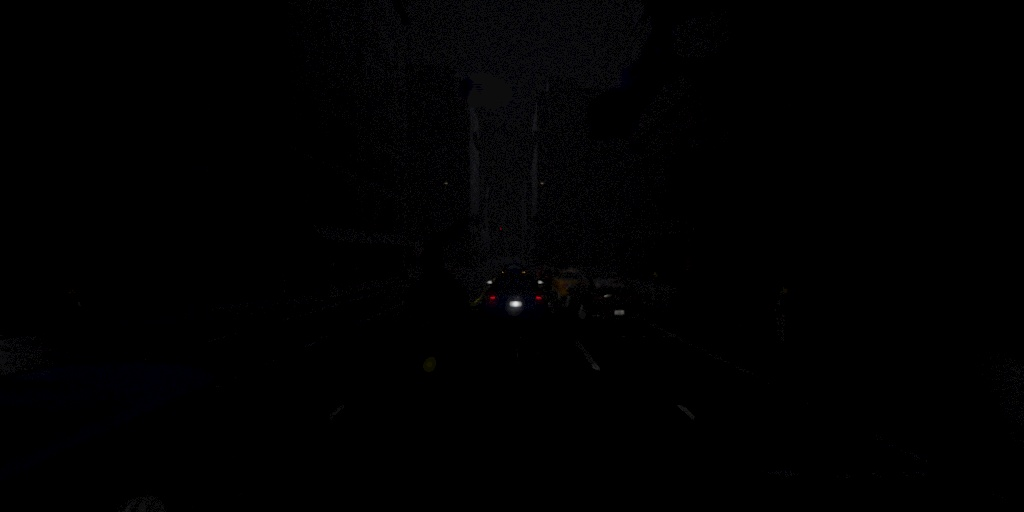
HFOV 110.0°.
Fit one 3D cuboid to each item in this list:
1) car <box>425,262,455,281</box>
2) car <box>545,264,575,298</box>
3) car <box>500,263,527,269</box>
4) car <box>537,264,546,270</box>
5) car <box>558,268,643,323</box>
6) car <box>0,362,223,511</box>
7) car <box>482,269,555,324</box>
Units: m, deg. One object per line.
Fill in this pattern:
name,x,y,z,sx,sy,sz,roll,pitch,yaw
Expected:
car,-5.664,1.207,28.525,1.888,1.381,4.507,0,0,0
car,2.877,1.226,17.523,1.751,1.417,4.829,0,0,0
car,0.103,1.196,26.119,1.812,1.442,4.674,0,0,0
car,2.879,1.247,22.939,1.948,1.339,4.313,0,0,0
car,2.874,1.269,11.767,2.007,1.370,4.403,0,0,0
car,-3.100,1.231,0.551,1.882,1.535,5.008,0,0,0
car,0.101,1.282,11.825,1.994,1.385,4.181,0,0,0
